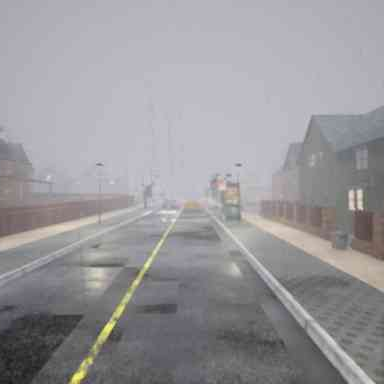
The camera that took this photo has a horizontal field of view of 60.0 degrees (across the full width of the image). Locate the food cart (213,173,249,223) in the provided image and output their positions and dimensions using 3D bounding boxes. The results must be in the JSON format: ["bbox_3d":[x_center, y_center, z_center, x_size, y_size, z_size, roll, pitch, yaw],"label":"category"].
[{"bbox_3d":[2.975,0.474,26.417,2.280,3.560,4.660,-1,-1,0],"label":"food cart"}]

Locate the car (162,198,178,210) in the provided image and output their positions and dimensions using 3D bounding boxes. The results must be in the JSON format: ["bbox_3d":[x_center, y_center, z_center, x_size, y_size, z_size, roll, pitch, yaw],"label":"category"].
[{"bbox_3d":[-2.809,1.526,43.116,2.128,1.511,4.902,0,0,0],"label":"car"}]

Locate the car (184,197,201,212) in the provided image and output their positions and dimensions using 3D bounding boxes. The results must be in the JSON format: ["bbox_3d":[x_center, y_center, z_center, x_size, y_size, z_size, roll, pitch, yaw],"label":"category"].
[{"bbox_3d":[0.017,1.503,38.465,1.882,1.535,5.008,0,0,0],"label":"car"}]

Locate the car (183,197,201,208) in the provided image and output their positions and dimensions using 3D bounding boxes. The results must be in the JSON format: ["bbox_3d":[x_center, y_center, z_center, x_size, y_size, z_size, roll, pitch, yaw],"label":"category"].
[{"bbox_3d":[0.043,1.559,50.776,1.837,1.490,4.892,0,0,10],"label":"car"}]
